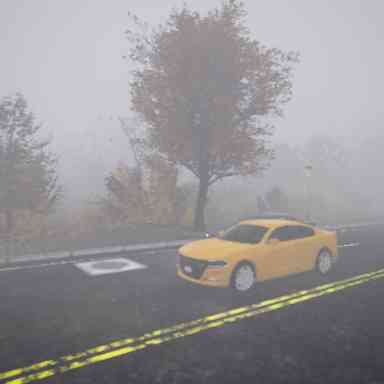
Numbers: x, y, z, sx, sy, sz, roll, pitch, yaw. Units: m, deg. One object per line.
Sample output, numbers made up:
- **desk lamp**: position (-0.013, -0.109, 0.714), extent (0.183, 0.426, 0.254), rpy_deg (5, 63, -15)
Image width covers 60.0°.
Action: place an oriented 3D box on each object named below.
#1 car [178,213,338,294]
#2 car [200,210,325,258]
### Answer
- **car**: position (1.948, 1.505, 9.068), extent (5.008, 1.535, 1.882), rpy_deg (0, 0, -35)
- **car**: position (3.071, 1.591, 13.864), extent (5.357, 1.411, 2.033), rpy_deg (0, 0, -36)
